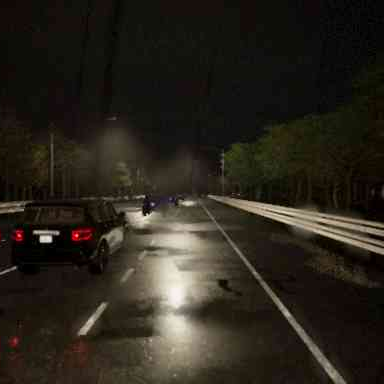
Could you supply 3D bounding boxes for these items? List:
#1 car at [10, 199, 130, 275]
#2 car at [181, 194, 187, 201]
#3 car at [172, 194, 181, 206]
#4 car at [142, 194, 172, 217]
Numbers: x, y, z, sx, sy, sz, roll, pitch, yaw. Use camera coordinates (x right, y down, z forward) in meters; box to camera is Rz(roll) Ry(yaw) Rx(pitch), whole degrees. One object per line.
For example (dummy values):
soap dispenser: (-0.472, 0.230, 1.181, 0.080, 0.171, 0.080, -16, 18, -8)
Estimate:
car: (-3.501, 1.226, 10.653, 2.150, 2.045, 5.566, 0, 0, 0)
car: (-3.210, 1.460, 93.534, 2.097, 1.767, 4.553, 0, 0, 0)
car: (-3.389, 1.281, 55.411, 2.150, 2.045, 5.566, 0, 0, 0)
car: (-3.472, 1.251, 32.250, 2.150, 2.045, 5.566, 0, 0, 0)
